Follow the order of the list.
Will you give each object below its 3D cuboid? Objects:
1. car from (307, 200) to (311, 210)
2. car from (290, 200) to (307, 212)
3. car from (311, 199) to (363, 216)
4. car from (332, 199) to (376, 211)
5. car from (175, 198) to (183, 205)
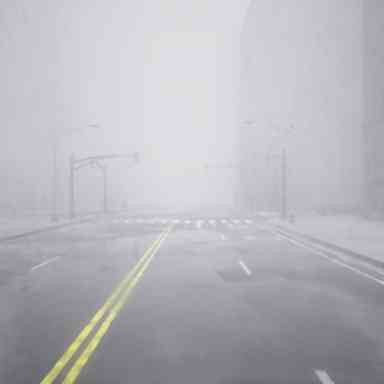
[{"bbox_3d":[15.413,1.581,35.520,4.902,1.511,2.128,-1,0,0],"label":"car"},{"bbox_3d":[14.526,1.675,41.272,4.507,1.381,1.887,-1,1,0],"label":"car"},{"bbox_3d":[14.520,1.663,32.747,4.507,1.381,1.887,-1,1,0],"label":"car"},{"bbox_3d":[20.031,1.597,41.268,4.507,1.381,1.887,-1,1,0],"label":"car"},{"bbox_3d":[-3.113,2.263,80.476,1.882,1.535,5.008,0,-1,0],"label":"car"}]
